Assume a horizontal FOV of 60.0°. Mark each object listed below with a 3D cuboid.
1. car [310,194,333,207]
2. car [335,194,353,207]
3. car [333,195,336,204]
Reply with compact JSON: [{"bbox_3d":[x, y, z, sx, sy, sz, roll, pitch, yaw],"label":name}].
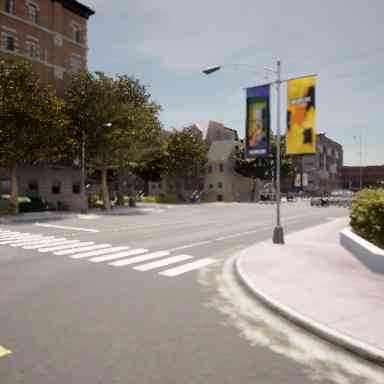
[{"bbox_3d":[19.240,1.457,50.131,2.128,1.511,4.902,0,0,35],"label":"car"},{"bbox_3d":[23.334,1.501,49.858,1.812,1.442,4.674,0,0,35],"label":"car"},{"bbox_3d":[24.599,1.567,57.747,1.895,1.301,4.718,0,0,35],"label":"car"}]
